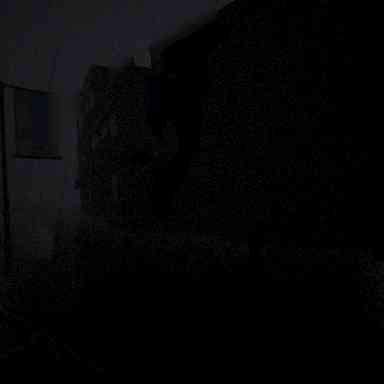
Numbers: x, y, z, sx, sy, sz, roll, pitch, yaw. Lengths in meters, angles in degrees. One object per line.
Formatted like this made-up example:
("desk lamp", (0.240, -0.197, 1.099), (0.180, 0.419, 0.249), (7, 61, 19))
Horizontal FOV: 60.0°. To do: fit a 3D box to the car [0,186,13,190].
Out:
("car", (-46.758, -0.705, 80.765), (2.231, 1.521, 4.892), (-4, -3, 6))
